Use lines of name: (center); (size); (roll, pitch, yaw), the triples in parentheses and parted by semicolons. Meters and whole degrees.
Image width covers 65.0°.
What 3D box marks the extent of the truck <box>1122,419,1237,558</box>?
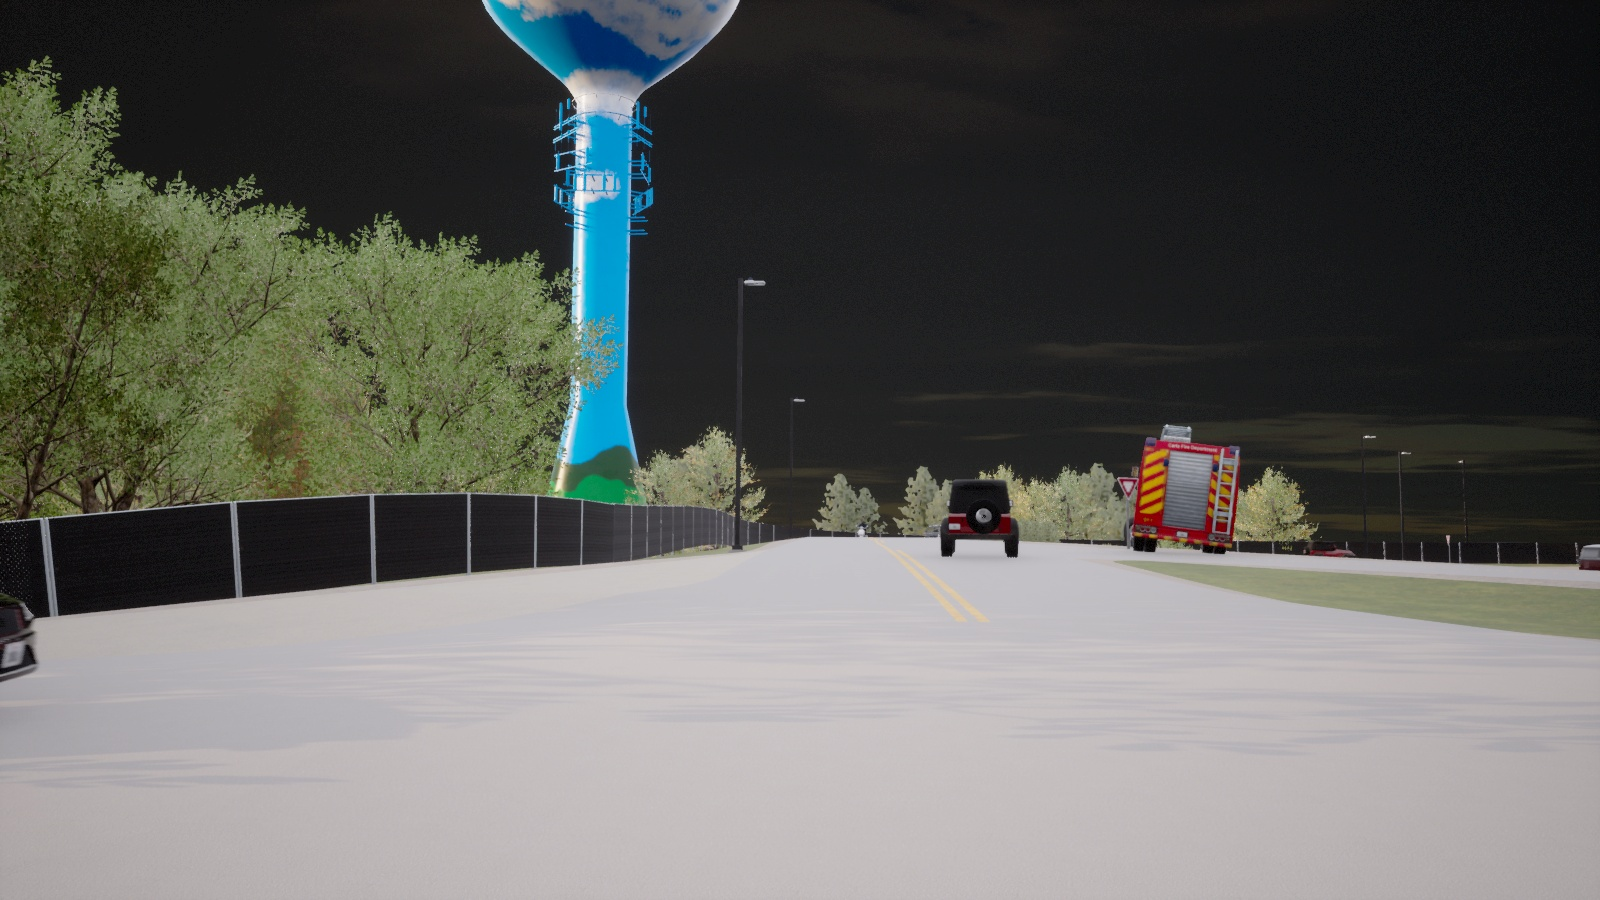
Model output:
truck: (12.297, 1.380, 41.275); (2.891, 3.827, 8.468); (6, -2, 15)

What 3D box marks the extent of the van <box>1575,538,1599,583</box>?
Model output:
van: (36.459, 4.841, 54.980); (1.775, 1.987, 4.442); (1, -4, -8)

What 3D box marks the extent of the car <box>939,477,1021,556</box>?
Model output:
car: (4.557, 1.676, 31.795); (1.905, 1.878, 3.866); (-1, -3, 8)

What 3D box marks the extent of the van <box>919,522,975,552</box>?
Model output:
van: (11.178, 6.599, 95.081); (2.069, 2.038, 4.480); (-5, -8, 40)

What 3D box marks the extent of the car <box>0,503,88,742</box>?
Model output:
car: (-7.131, 1.150, 7.954); (4.193, 1.474, 1.816); (-1, -3, -11)
